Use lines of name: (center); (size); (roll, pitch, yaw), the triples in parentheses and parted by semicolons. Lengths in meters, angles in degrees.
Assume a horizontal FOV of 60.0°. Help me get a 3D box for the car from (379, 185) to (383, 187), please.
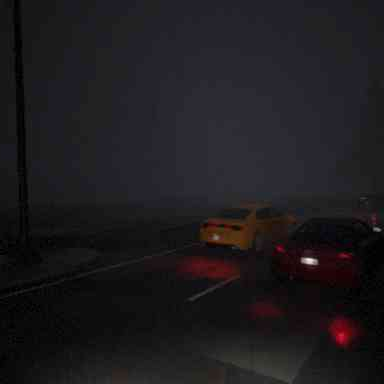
car: (36.411, -0.691, 64.097); (4.892, 1.490, 1.837); (-1, 1, 37)

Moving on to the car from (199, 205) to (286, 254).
car: (2.269, 1.201, 12.374); (1.882, 1.535, 5.008); (-1, 1, 38)

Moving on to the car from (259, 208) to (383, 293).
car: (3.612, 1.324, 8.384); (1.994, 1.385, 4.181); (-1, 1, 37)

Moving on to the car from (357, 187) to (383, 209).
car: (15.285, 0.625, 27.584); (2.128, 1.511, 4.902); (0, 1, 45)
